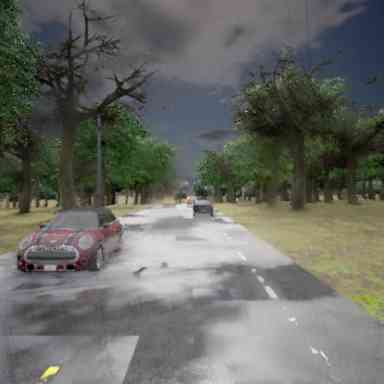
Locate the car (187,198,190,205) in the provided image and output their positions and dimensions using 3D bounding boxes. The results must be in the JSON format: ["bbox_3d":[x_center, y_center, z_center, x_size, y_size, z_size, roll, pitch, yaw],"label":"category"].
[{"bbox_3d":[-0.002,1.796,65.768,1.882,1.535,5.008,0,-1,0],"label":"car"}]

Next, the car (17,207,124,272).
[{"bbox_3d":[-3.599,1.326,10.682,2.097,1.767,4.553,0,0,0],"label":"car"}]

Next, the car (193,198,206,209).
[{"bbox_3d":[1.048,1.665,48.135,1.812,1.442,4.674,0,0,0],"label":"car"}]

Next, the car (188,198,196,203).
[{"bbox_3d":[-0.003,2.191,84.663,1.895,1.301,4.718,0,-2,0],"label":"car"}]

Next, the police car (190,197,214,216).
[{"bbox_3d":[1.049,1.448,32.243,1.930,1.638,5.238,0,0,0],"label":"police car"}]

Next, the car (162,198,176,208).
[{"bbox_3d":[-3.574,1.644,51.325,1.882,1.535,5.008,0,0,0],"label":"car"}]
